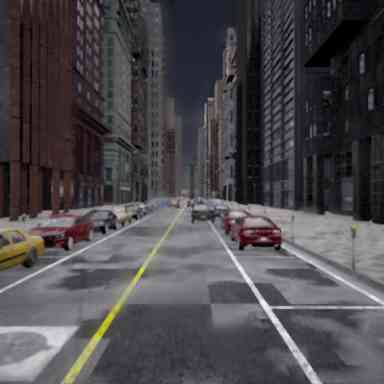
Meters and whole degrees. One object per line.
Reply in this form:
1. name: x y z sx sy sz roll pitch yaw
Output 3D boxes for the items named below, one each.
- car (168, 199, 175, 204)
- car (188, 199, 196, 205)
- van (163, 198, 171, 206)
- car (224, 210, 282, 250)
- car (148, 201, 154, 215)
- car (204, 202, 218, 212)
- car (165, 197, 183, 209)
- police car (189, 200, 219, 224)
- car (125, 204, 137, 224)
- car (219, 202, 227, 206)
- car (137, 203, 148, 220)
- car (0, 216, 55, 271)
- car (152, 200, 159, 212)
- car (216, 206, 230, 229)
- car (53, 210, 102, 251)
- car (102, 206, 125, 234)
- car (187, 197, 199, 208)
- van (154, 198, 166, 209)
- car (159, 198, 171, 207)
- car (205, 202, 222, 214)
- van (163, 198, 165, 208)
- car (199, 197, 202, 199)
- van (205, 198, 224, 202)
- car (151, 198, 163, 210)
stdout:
1. car: -5.797 2.641 93.915 1.887 1.381 4.507 0 -1 0
2. car: -0.027 2.308 78.395 1.837 1.490 4.892 0 -1 0
3. van: -5.791 2.226 77.009 1.690 1.788 3.998 0 -1 0
4. car: 2.756 1.709 15.030 1.887 1.381 4.507 0 -1 0
5. car: -5.777 1.998 37.554 1.802 1.307 4.206 0 -1 0
6. car: 2.744 2.129 48.845 1.802 1.307 4.206 0 -1 0
7. car: -3.080 2.118 56.765 1.882 1.535 5.008 0 -1 0
8. police car: 0.890 1.735 28.234 1.930 1.638 5.238 0 -1 0
9. car: -5.773 1.812 26.111 1.752 1.417 4.829 0 -1 0
10. car: 2.750 1.903 31.937 2.008 1.369 4.403 0 -1 0
11. car: -5.775 1.917 31.917 1.947 1.339 4.313 0 -1 0
12. car: -5.767 1.626 9.203 1.752 1.417 4.829 0 -1 0
13. car: -5.779 2.047 43.190 1.947 1.339 4.313 0 -1 0
14. car: 2.754 1.771 20.666 1.887 1.381 4.507 0 -1 0
15. car: -5.769 1.709 15.009 1.887 1.381 4.507 0 -1 0
16. car: -5.771 1.791 20.645 1.947 1.339 4.313 0 -1 0
17. car: -0.022 2.246 63.395 1.812 1.442 4.674 0 -1 0
18. van: -5.786 2.022 60.101 1.690 1.788 3.998 0 -1 0
19. car: -5.790 2.131 71.373 2.192 1.841 5.009 0 -1 0
20. car: 2.746 2.032 43.209 2.008 1.369 4.403 0 -1 0
21. van: -5.784 1.954 54.465 1.690 1.788 3.998 0 -1 0
22. car: 2.738 2.293 65.753 1.887 1.381 4.507 0 -1 0
23. van: 2.747 1.757 37.576 1.690 1.788 3.998 0 -1 0
24. car: -5.781 1.987 48.828 1.967 1.590 4.097 0 -1 0
